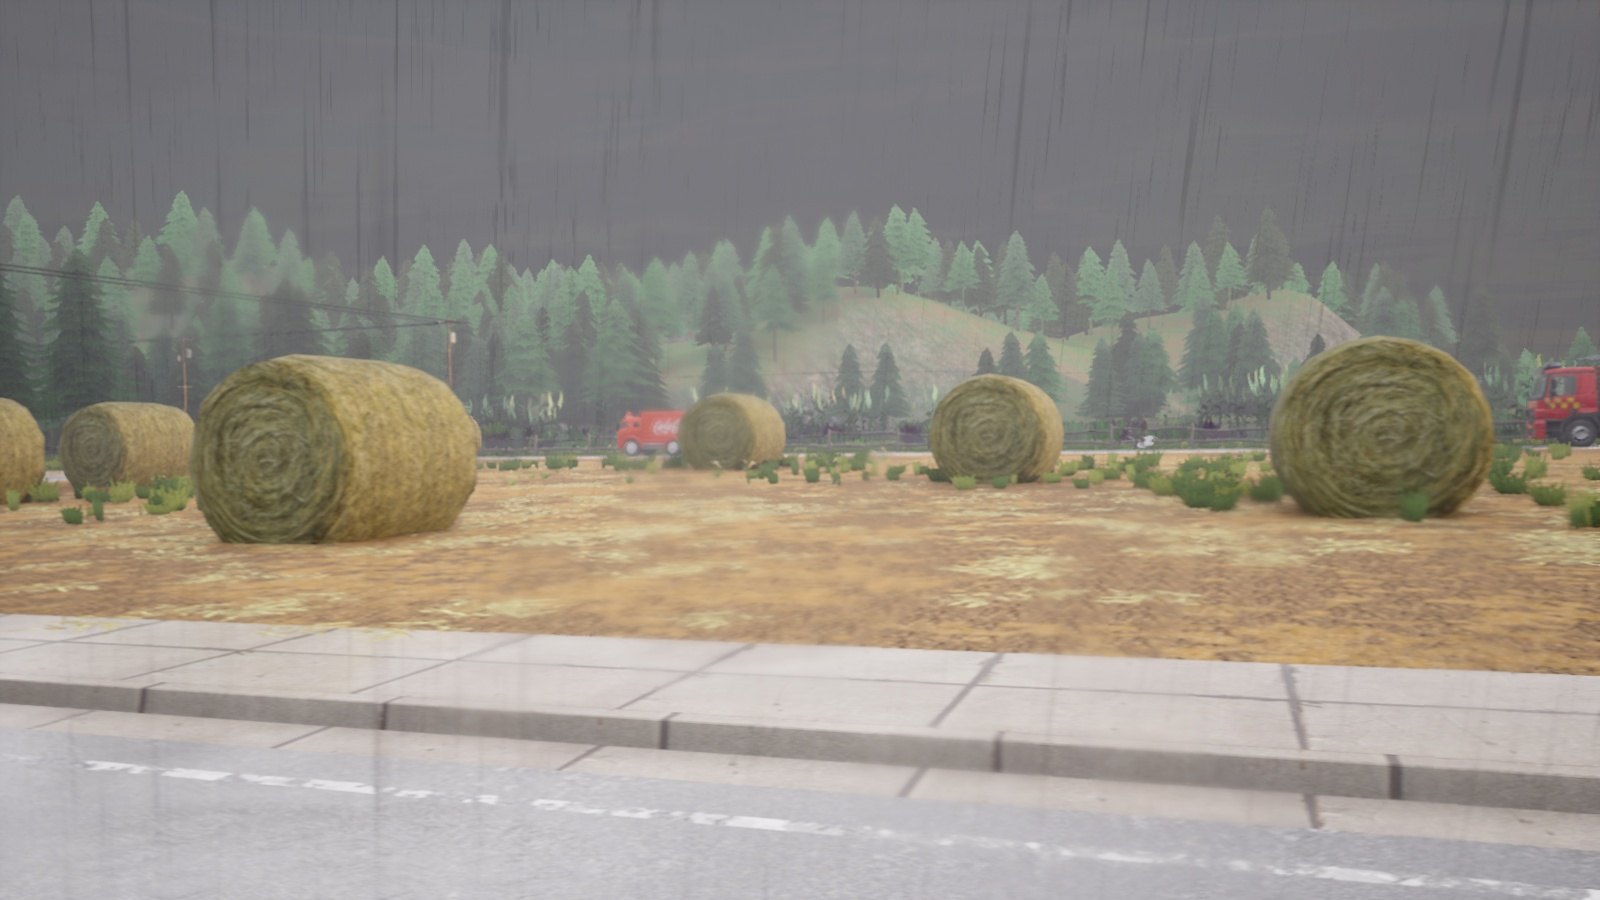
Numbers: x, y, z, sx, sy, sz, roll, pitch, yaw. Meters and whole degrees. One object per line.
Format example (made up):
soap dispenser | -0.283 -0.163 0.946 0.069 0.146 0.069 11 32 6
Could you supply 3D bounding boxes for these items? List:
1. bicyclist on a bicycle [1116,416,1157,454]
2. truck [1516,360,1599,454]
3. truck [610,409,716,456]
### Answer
bicyclist on a bicycle | 16.095 -0.705 60.022 1.843 1.776 0.659 0 1 22
truck | 34.858 -1.809 52.290 8.468 3.827 2.891 0 1 22
truck | -7.593 -0.978 69.741 5.204 2.467 2.627 0 1 22
